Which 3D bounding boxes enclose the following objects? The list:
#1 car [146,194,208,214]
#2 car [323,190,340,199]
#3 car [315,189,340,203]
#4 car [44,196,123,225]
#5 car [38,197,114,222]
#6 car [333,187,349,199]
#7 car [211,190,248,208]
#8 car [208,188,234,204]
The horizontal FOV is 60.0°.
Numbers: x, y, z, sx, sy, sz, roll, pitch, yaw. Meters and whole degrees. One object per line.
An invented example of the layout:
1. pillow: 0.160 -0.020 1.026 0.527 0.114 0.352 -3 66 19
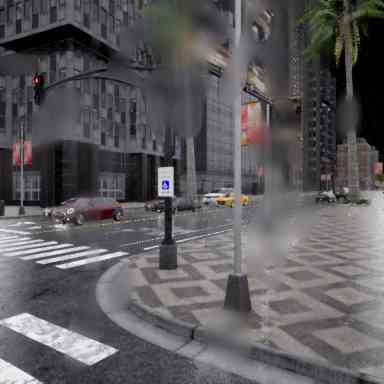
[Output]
1. car: -1.182 1.104 29.182 2.033 1.411 5.357 0 1 35
2. car: 25.807 0.353 61.297 1.882 1.535 5.008 0 1 36
3. car: 17.858 0.677 44.459 1.837 1.490 4.892 0 1 35
4. car: -6.659 1.075 21.450 2.097 1.767 4.553 0 1 35
5. car: -8.423 1.182 24.563 2.128 1.511 4.902 0 1 36
6. car: 23.720 0.232 52.739 2.150 2.045 5.566 0 1 36
7. car: 4.525 0.864 37.220 1.882 1.535 5.008 0 1 35
8. car: 3.509 0.553 41.393 2.150 2.045 5.566 0 1 35
